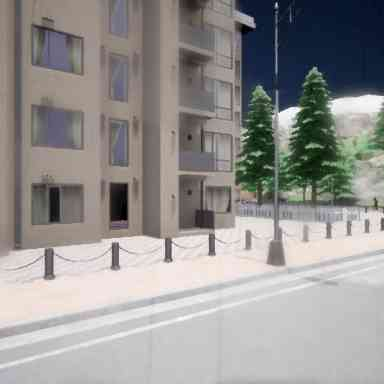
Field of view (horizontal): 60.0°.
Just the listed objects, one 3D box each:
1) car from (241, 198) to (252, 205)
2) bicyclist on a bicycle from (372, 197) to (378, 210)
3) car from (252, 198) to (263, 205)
[{"bbox_3d":[7.003,1.534,54.806,2.128,1.511,4.902,0,0,-35],"label":"car"},{"bbox_3d":[23.766,1.467,43.117,1.656,1.620,0.582,0,0,-35],"label":"bicyclist on a bicycle"},{"bbox_3d":[9.850,1.630,56.842,1.895,1.301,4.718,0,0,-35],"label":"car"}]
